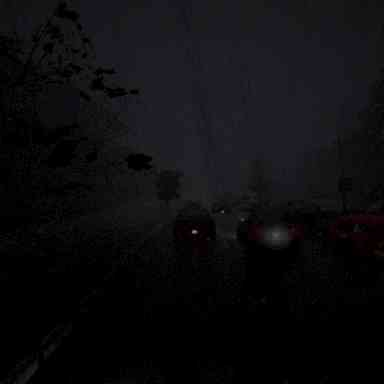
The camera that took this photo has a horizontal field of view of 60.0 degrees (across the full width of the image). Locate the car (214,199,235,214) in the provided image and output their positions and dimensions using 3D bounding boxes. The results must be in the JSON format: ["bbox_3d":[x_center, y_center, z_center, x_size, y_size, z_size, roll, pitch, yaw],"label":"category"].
[{"bbox_3d":[3.104,1.690,35.835,1.895,1.301,4.718,0,0,0],"label":"car"}]

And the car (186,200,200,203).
[{"bbox_3d":[0.104,1.579,37.029,2.128,1.511,4.902,0,0,0],"label":"car"}]

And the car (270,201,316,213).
[{"bbox_3d":[8.066,1.554,21.932,5.008,1.535,2.097,1,-1,-20],"label":"car"}]

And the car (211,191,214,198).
[{"bbox_3d":[8.074,1.141,81.924,4.892,1.521,2.231,1,0,-20],"label":"car"}]

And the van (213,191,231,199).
[{"bbox_3d":[7.976,0.846,87.843,4.442,1.987,1.878,1,1,-20],"label":"van"}]

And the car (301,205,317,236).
[{"bbox_3d":[8.046,1.556,15.916,4.792,1.488,2.163,1,0,-20],"label":"car"}]

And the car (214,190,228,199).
[{"bbox_3d":[8.052,1.082,75.948,4.553,1.767,2.185,1,0,-20],"label":"car"}]

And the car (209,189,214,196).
[{"bbox_3d":[8.059,0.855,84.889,5.566,2.045,2.435,1,1,-20],"label":"car"}]

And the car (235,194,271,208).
[{"bbox_3d":[8.103,1.324,36.956,5.566,2.045,2.435,1,0,-20],"label":"car"}]

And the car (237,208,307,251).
[{"bbox_3d":[3.101,1.597,14.205,1.994,1.385,4.181,0,0,0],"label":"car"}]

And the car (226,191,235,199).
[{"bbox_3d":[8.053,1.282,45.936,5.566,2.045,2.435,1,1,-20],"label":"car"}]

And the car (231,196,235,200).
[{"bbox_3d":[7.903,1.561,39.884,5.366,1.575,1.946,1,1,-20],"label":"car"}]

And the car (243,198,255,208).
[{"bbox_3d":[8.100,1.609,33.957,4.792,1.488,2.163,1,0,-20],"label":"car"}]

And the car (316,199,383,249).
[{"bbox_3d":[8.051,1.263,12.913,5.566,2.045,2.435,1,0,-20],"label":"car"}]

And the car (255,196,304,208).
[{"bbox_3d":[8.106,1.449,27.944,4.553,1.767,2.185,1,0,-20],"label":"car"}]

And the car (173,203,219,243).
[{"bbox_3d":[0.102,1.520,16.395,1.882,1.535,5.008,0,0,0],"label":"car"}]

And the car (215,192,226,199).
[{"bbox_3d":[8.053,1.306,69.960,4.792,1.488,2.163,1,1,-20],"label":"car"}]

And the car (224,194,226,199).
[{"bbox_3d":[8.249,1.477,52.031,5.366,1.575,1.946,1,0,-20],"label":"car"}]

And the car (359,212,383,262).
[{"bbox_3d":[7.897,1.498,9.860,5.366,1.575,1.946,1,0,-20],"label":"car"}]

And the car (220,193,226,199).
[{"bbox_3d":[8.052,1.442,57.954,4.792,1.488,2.163,1,1,-20],"label":"car"}]

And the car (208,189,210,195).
[{"bbox_3d":[8.111,0.787,90.885,5.566,2.045,2.435,1,1,-20],"label":"car"}]

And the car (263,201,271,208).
[{"bbox_3d":[8.076,1.606,24.933,4.674,1.452,2.002,1,0,-20],"label":"car"}]

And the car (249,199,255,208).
[{"bbox_3d":[8.077,1.623,30.932,4.674,1.452,2.002,1,0,-20],"label":"car"}]
